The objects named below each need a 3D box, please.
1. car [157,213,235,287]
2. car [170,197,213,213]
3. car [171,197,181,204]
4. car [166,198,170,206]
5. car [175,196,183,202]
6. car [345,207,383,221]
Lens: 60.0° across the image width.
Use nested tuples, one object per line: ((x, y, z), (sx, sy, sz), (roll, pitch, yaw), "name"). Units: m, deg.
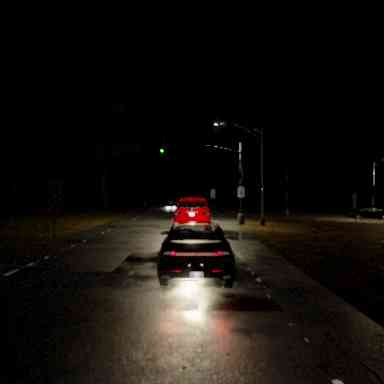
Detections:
((0.100, 1.587, 9.597), (2.128, 1.511, 4.902), (0, 0, 0), "car")
((0.117, 1.390, 21.361), (2.150, 2.045, 5.566), (0, 0, 3), "car")
((-3.505, 1.865, 73.851), (1.994, 1.385, 4.181), (0, 0, 0), "car")
((-3.570, 1.751, 59.015), (2.128, 1.511, 4.902), (0, 0, 0), "car")
((-3.507, 1.889, 88.504), (1.994, 1.385, 4.181), (0, 0, 0), "car")
((20.650, 2.534, 39.012), (5.008, 1.535, 1.882), (2, -1, 0), "car")
